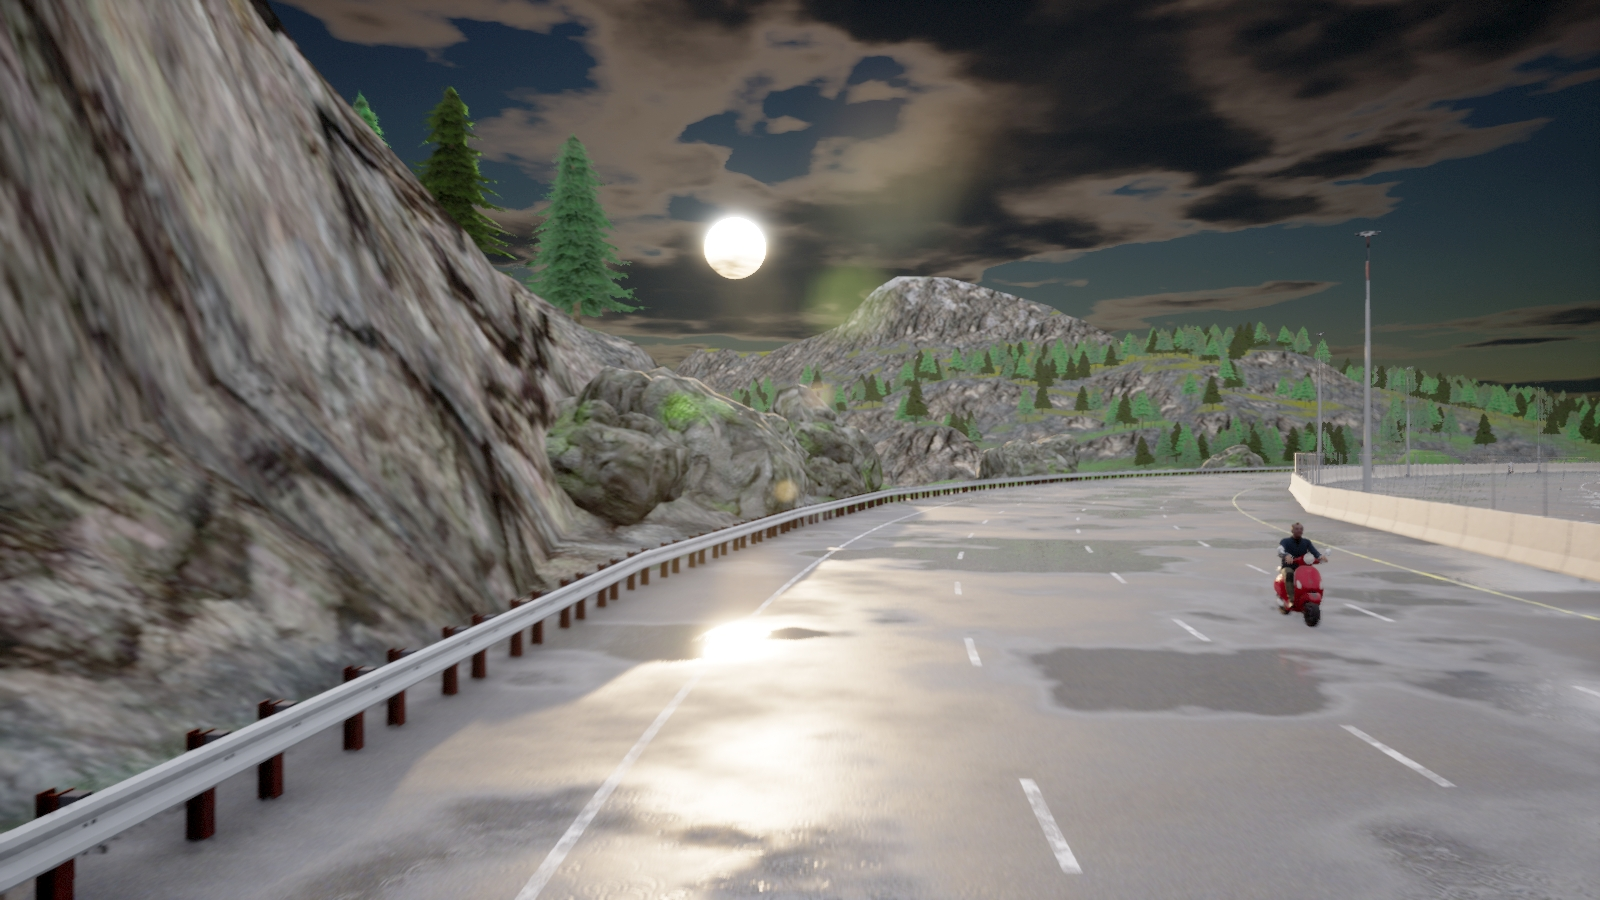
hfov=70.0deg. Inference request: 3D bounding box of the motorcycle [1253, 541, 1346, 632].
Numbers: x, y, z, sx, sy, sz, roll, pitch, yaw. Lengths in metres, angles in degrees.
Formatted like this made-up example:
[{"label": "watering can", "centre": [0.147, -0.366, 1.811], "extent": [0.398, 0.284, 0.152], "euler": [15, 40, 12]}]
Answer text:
[{"label": "motorcycle", "centre": [8.141, 2.191, 18.703], "extent": [0.856, 1.236, 1.805], "euler": [2, 0, 6]}]
